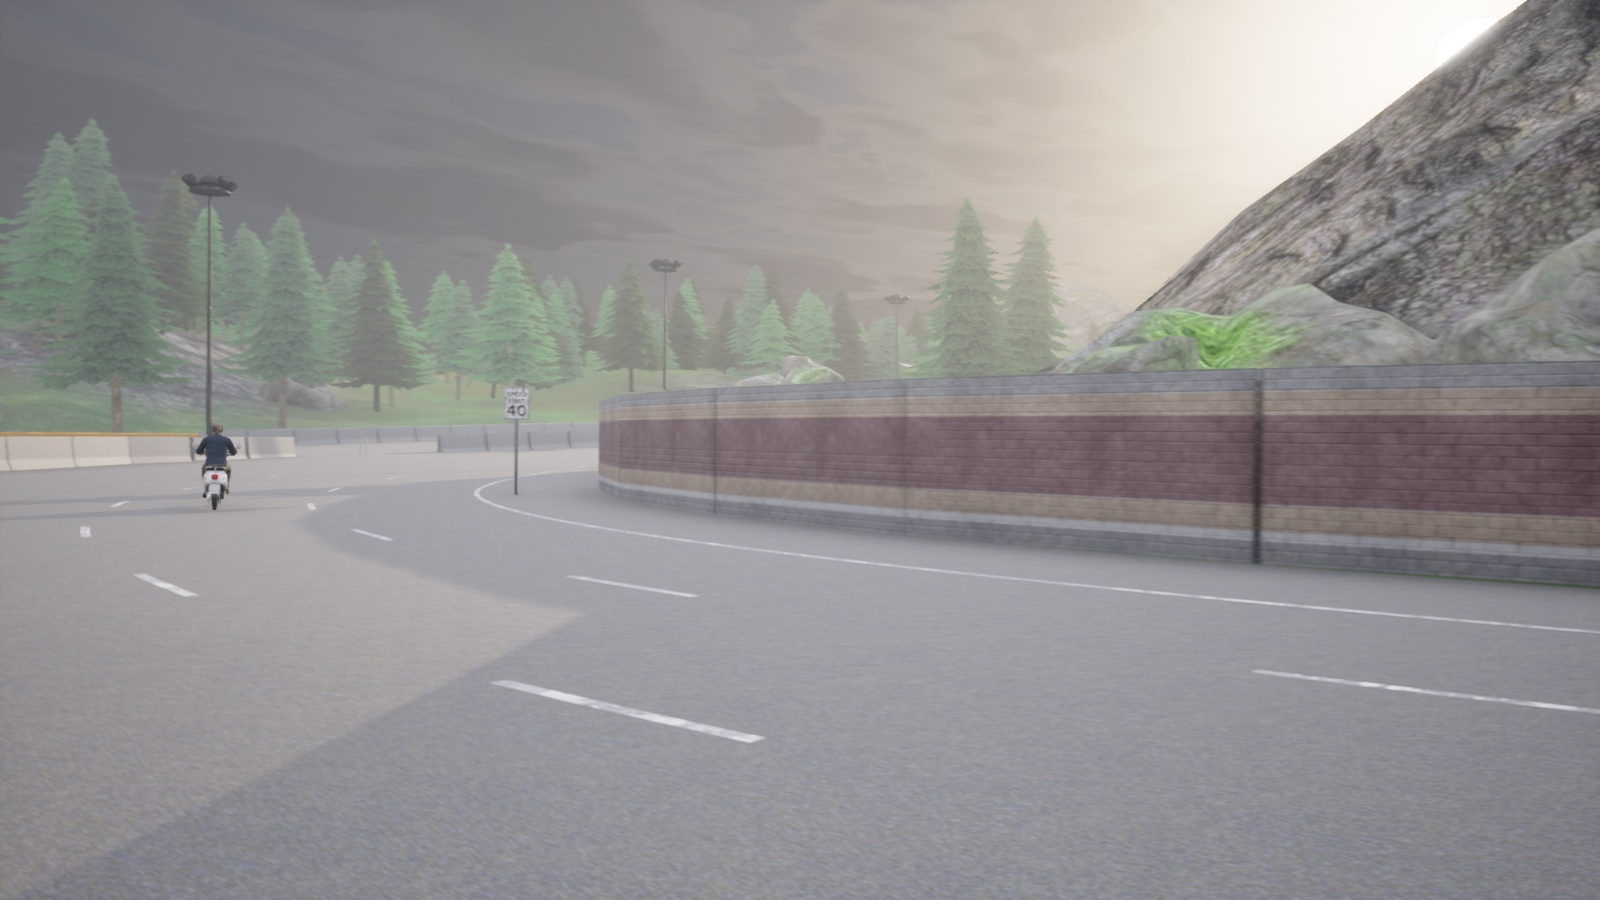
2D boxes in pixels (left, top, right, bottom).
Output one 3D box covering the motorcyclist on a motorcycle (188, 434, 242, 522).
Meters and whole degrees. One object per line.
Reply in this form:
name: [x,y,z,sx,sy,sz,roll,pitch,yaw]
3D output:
motorcyclist on a motorcycle: [-11.049,0.501,23.778,0.866,1.590,1.817,0,0,-23]
